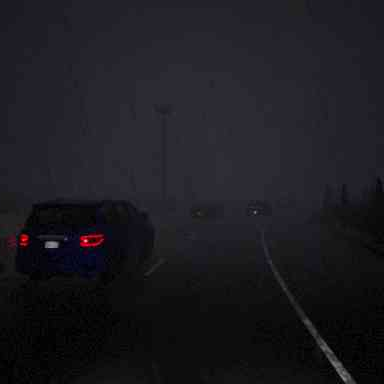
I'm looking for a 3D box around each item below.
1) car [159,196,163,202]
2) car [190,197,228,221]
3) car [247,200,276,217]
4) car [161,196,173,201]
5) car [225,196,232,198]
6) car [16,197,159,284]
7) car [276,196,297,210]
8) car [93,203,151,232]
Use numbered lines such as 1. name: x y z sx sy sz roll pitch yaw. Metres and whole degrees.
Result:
1. car: -5.636 1.562 39.218 1.994 1.385 4.181 0 0 24
2. car: 1.346 1.476 27.683 1.882 1.535 5.008 0 0 18
3. car: 6.387 1.503 31.193 1.837 1.490 4.892 0 0 21
4. car: -5.054 1.474 55.465 1.882 1.535 5.008 0 0 32
5. car: 6.905 1.559 66.150 1.994 1.385 4.181 0 0 39
6. car: -2.696 1.221 9.784 2.150 2.045 5.566 0 0 6
7. car: 12.081 1.348 42.869 2.097 1.767 4.553 0 0 29
8. car: -4.222 1.524 20.926 1.812 1.442 4.674 0 0 13
